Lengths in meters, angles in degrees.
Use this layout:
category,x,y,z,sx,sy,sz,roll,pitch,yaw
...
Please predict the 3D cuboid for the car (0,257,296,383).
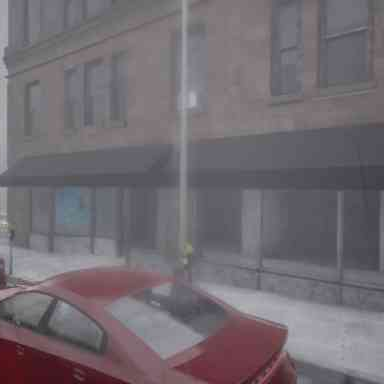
category,x,y,z,sx,sy,sz,roll,pitch,yaw
car,-1.163,1.550,3.781,4.507,1.381,1.887,0,1,36
